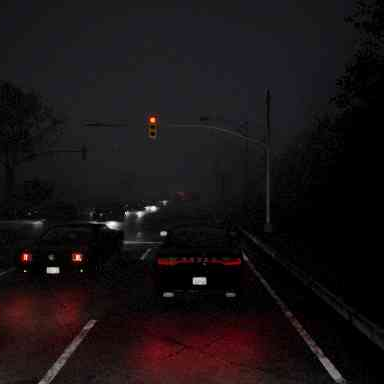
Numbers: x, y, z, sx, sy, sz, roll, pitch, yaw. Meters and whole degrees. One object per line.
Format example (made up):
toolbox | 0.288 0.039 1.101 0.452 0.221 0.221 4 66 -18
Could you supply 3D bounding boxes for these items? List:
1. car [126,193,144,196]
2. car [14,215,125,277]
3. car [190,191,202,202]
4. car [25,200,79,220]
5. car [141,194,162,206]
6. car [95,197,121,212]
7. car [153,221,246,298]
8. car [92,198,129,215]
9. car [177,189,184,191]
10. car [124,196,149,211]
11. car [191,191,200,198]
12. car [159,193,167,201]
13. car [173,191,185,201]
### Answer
car | -10.003 1.188 55.321 2.150 2.045 5.566 0 0 1
car | -3.368 1.601 10.241 1.895 1.301 4.718 0 0 -1
car | 0.810 0.775 66.254 2.150 2.045 5.566 0 3 1
car | -11.935 1.505 28.633 1.837 1.490 4.892 1 0 24
car | -6.525 1.475 53.783 2.128 1.511 4.902 0 0 1
car | -10.189 1.478 40.653 1.882 1.535 5.008 0 0 1
car | 0.157 1.478 8.564 1.882 1.535 5.008 0 0 0
car | -6.843 1.505 27.652 1.837 1.490 4.892 0 0 1
car | -2.656 0.174 77.289 2.097 1.767 4.553 0 3 1
car | -6.699 1.526 39.931 1.812 1.442 4.674 0 0 1
car | 0.848 0.561 77.644 1.895 1.301 4.718 0 3 1
car | -6.252 0.872 69.267 1.882 1.535 5.008 0 3 1
car | -2.779 1.070 66.912 2.033 1.411 5.357 0 3 1
